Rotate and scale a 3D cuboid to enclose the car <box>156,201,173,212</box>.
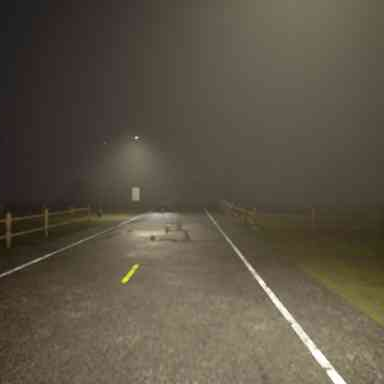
[{"bbox_3d":[-3.483,1.819,42.044,1.895,1.301,4.718,0,0,1],"label":"car"}]
